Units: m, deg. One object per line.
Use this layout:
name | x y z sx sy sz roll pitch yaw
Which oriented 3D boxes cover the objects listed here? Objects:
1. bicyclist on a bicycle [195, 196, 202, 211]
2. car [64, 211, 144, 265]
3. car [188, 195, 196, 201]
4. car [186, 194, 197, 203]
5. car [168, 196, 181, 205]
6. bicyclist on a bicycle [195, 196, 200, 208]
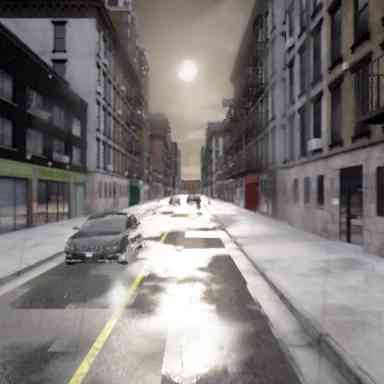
bicyclist on a bicycle | 0.750 1.307 35.923 0.659 1.776 1.843 0 0 0
car | -2.852 1.490 11.643 1.837 1.490 4.892 0 0 0
car | -0.014 1.420 77.530 1.895 1.301 4.718 0 0 0
car | -0.012 1.220 62.862 2.097 1.767 4.553 0 0 0
car | -2.814 1.381 54.694 2.128 1.511 4.902 0 0 1
bicyclist on a bicycle | 0.748 1.368 44.753 0.582 1.620 1.656 0 0 0
